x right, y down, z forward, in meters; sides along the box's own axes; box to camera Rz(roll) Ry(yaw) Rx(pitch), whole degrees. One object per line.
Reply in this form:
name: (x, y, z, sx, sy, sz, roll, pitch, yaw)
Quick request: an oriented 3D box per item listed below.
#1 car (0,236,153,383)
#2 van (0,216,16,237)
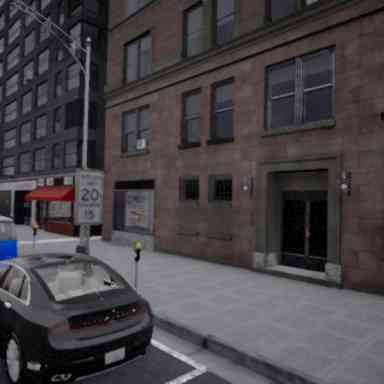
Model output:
car: (-2.413, 1.669, 5.416, 2.008, 1.369, 4.403, 3, -2, -44)
van: (-6.382, 1.487, 9.483, 1.690, 1.788, 3.998, 3, -2, -44)
